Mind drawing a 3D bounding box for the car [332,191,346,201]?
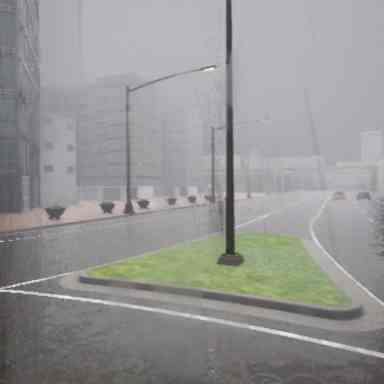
[{"bbox_3d":[22.973,0.544,52.046,1.882,1.535,5.008,0,1,23],"label":"car"}]

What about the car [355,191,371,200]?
[{"bbox_3d":[26.985,0.521,52.503,2.128,1.511,4.902,0,1,23],"label":"car"}]
